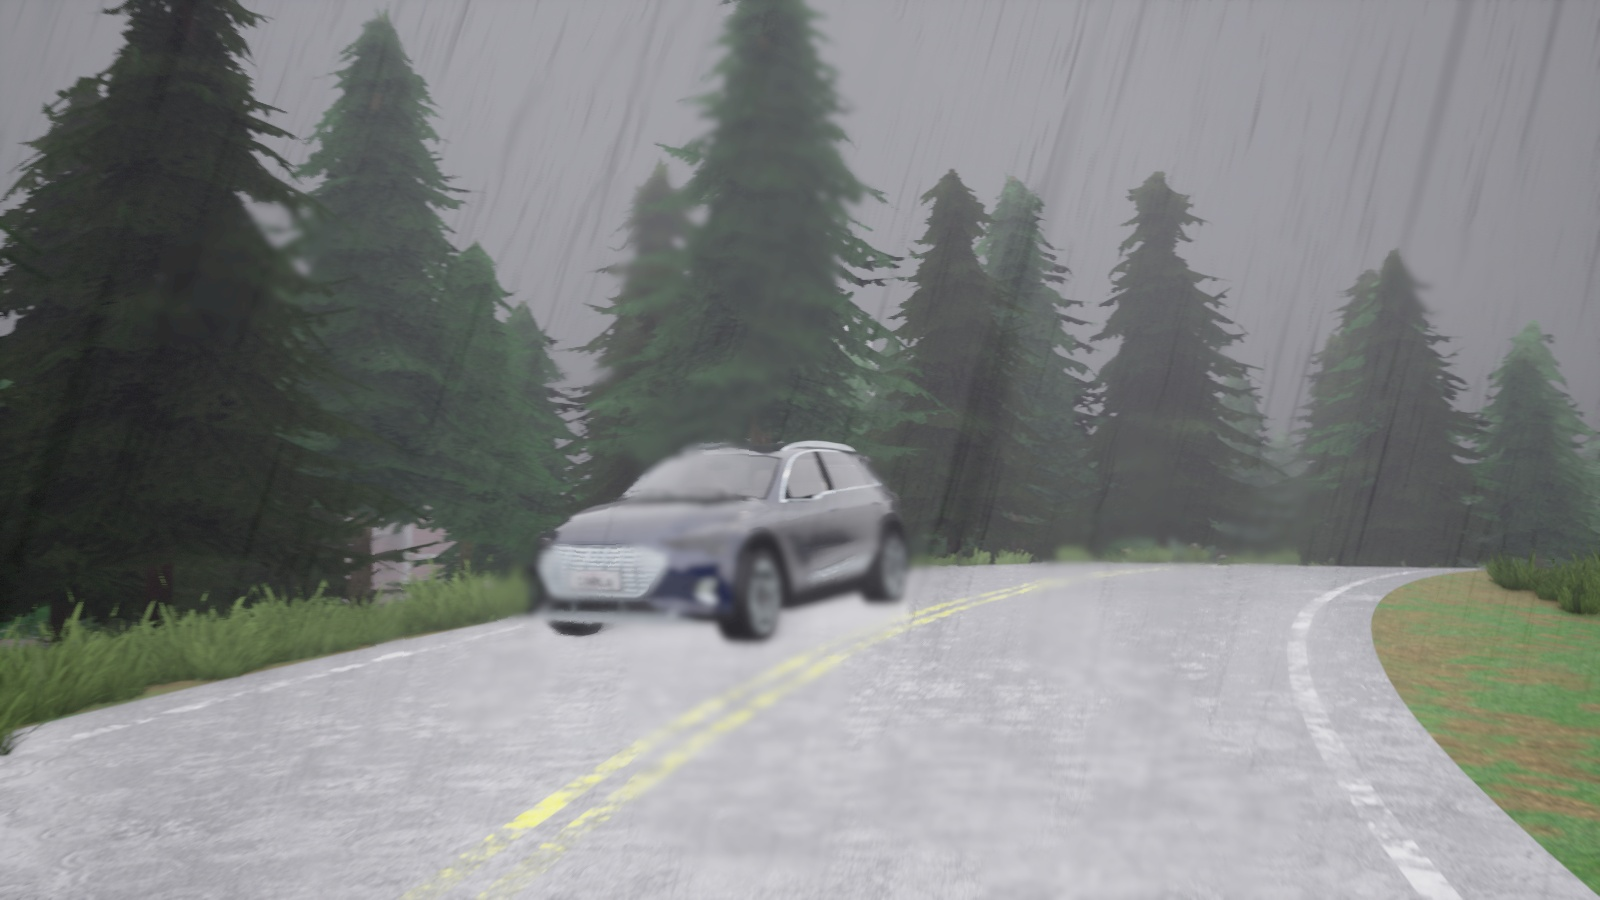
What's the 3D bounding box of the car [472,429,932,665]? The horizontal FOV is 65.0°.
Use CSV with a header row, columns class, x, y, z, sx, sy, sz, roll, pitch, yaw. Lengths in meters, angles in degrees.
class,x,y,z,sx,sy,sz,roll,pitch,yaw
car,-0.568,0.732,11.422,2.033,1.649,4.856,-2,-1,25
